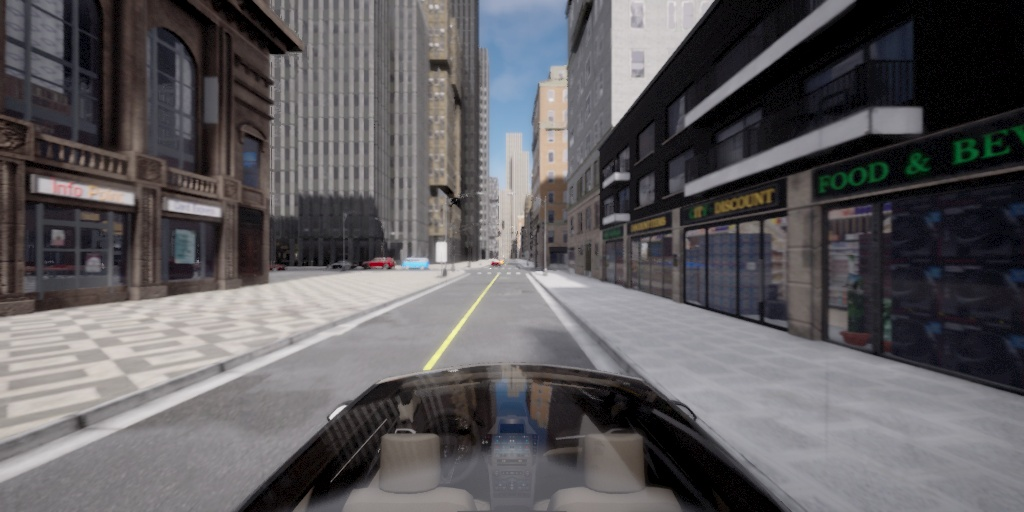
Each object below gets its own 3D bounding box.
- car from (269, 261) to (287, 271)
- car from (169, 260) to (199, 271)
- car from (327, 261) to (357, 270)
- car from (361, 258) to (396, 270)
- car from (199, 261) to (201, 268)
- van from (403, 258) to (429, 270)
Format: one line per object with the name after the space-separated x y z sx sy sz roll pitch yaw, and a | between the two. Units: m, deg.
-31.555 1.361 46.366 4.507 1.381 1.888 0 0 -1 | car
-42.832 1.249 46.191 4.097 1.591 1.967 0 0 -1 | car
-26.023 1.399 54.979 4.313 1.339 1.948 0 0 -1 | car
-20.384 1.151 55.067 5.009 1.841 2.192 0 0 -1 | car
-37.193 1.394 46.278 4.207 1.307 1.802 0 0 -1 | car
-14.743 1.179 55.155 3.998 1.789 1.690 0 0 -1 | van
